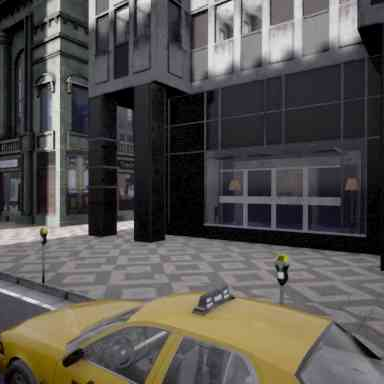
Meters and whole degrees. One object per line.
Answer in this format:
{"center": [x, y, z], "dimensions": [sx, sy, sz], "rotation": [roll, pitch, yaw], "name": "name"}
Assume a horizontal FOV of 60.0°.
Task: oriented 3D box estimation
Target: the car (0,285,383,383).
{"center": [-0.021, 1.525, 2.979], "dimensions": [4.829, 1.417, 1.752], "rotation": [0, 0, 36], "name": "car"}
